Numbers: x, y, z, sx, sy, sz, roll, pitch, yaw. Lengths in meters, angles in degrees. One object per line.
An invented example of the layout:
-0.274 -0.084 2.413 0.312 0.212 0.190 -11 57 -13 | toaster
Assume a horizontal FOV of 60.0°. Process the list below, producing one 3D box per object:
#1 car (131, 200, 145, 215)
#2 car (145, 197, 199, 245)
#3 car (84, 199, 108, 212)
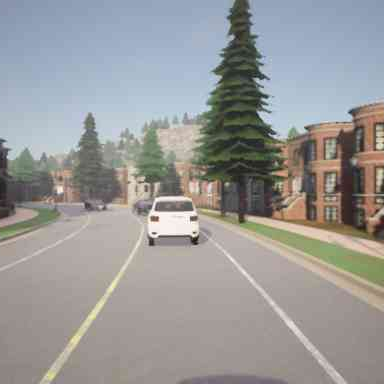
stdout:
-4.917 1.544 33.771 1.812 1.442 4.674 0 0 -19 | car
-0.999 1.227 15.817 2.150 2.045 5.566 0 0 -7 | car
-11.325 1.527 39.015 2.128 1.511 4.902 0 0 -30 | car
